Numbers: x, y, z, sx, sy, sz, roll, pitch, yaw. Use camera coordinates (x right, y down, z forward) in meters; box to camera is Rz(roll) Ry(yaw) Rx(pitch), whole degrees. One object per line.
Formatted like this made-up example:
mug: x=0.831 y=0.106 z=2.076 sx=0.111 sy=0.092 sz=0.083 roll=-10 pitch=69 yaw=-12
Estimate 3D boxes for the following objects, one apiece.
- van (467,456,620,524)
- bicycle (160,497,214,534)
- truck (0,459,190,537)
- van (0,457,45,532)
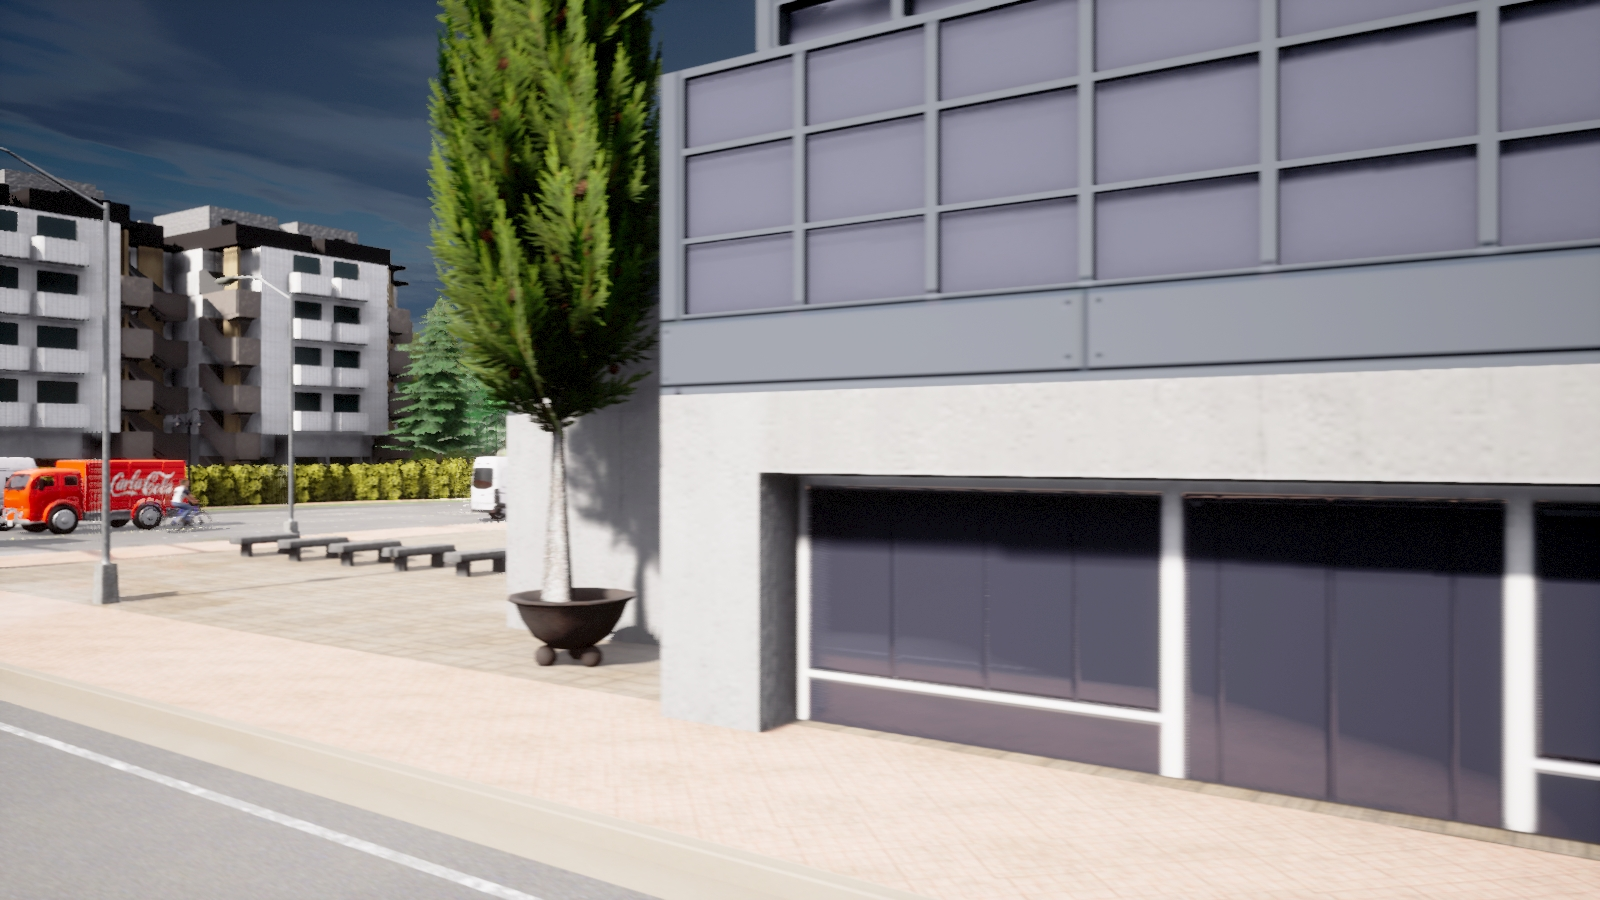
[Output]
van: x=-10.308 y=1.533 z=46.399 sx=1.988 sy=2.561 sz=5.915 roll=-1 pitch=0 yaw=45
bicycle: x=-20.808 y=2.205 z=38.793 sx=0.373 sy=1.196 sz=1.643 roll=0 pitch=0 yaw=33
truck: x=-24.388 y=1.567 z=39.529 sx=2.627 sy=2.467 sz=5.204 roll=0 pitch=0 yaw=33
van: x=-29.193 y=1.533 z=38.522 sx=1.988 sy=2.561 sz=5.915 roll=0 pitch=0 yaw=33
